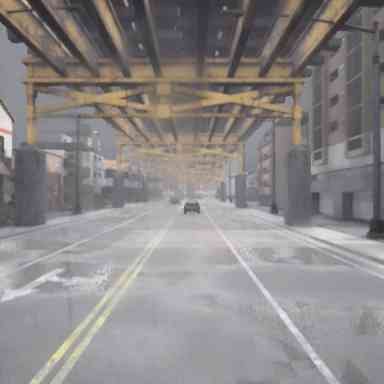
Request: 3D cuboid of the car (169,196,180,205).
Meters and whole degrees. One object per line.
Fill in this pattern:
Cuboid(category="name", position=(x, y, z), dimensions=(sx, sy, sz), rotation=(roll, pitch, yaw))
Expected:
Cuboid(category="car", position=(-3.511, 1.584, 66.852), dimensions=(2.097, 1.767, 4.553), rotation=(0, 0, 0))

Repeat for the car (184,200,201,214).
Cuboid(category="car", position=(0.014, 1.751, 39.643), dimensions=(2.128, 1.511, 4.902), rotation=(0, 0, 0))
